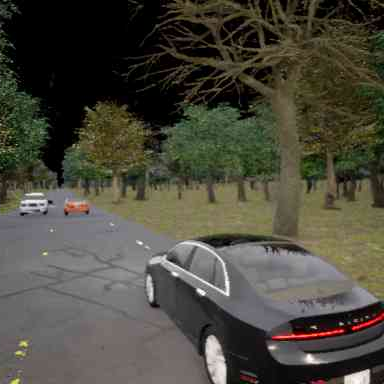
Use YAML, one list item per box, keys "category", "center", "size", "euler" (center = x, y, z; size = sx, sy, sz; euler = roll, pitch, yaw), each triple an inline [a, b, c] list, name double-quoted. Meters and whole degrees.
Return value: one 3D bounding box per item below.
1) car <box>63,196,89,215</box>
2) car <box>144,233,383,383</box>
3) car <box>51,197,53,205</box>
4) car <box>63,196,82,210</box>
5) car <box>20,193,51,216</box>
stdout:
- category: "car"
  center: [-11.056, 1.193, 31.680]
  size: [2.097, 1.767, 4.553]
  euler: [-2, 1, -21]
- category: "car"
  center: [0.567, 1.401, 5.192]
  size: [1.837, 1.490, 4.892]
  euler: [-2, 1, -21]
- category: "car"
  center: [-24.463, 1.524, 56.097]
  size: [1.895, 1.301, 4.718]
  euler: [-2, 1, -21]
- category: "car"
  center: [-14.935, 1.334, 41.479]
  size: [2.128, 1.511, 4.902]
  euler: [-2, 1, -21]
- category: "car"
  center: [-15.328, 1.161, 32.500]
  size: [2.150, 2.045, 5.566]
  euler: [-2, 1, -21]
